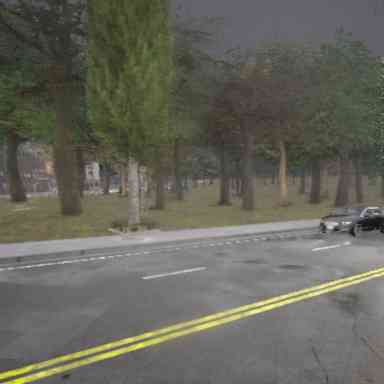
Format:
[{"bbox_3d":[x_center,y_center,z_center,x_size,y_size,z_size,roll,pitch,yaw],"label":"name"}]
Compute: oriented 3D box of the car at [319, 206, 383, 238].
[{"bbox_3d":[8.861,1.495,17.923,4.902,1.511,2.128,0,0,-35],"label":"car"}]
